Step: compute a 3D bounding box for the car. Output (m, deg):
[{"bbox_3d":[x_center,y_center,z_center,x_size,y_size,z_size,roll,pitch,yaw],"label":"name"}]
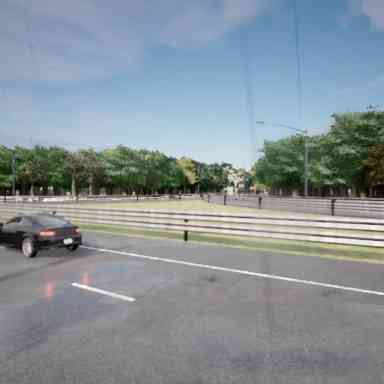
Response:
[{"bbox_3d":[-6.094,1.524,12.752,4.674,1.442,1.812,0,0,36],"label":"car"}]
